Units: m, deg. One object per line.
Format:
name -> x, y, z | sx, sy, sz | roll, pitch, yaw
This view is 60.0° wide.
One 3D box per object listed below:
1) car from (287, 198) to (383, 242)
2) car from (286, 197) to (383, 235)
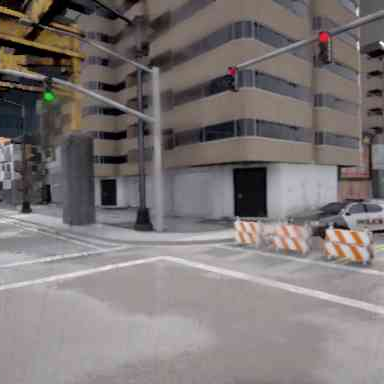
car -> 6.363, 1.059, 13.752 | 4.974, 1.542, 2.038 | -2, 1, -16
car -> 6.409, 0.900, 13.764 | 4.536, 1.218, 1.853 | -2, 1, -16
